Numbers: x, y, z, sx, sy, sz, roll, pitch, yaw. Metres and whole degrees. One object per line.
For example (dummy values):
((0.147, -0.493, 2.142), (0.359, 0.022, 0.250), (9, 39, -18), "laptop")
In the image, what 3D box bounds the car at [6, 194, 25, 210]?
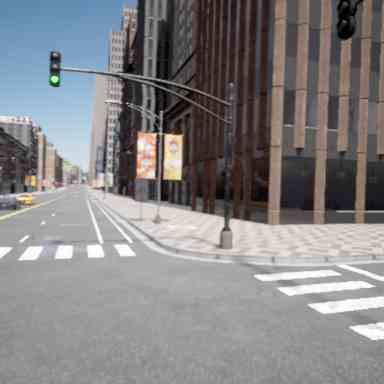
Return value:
((-19.142, 1.128, 34.733), (1.994, 1.385, 4.181), (2, 0, -18), "car")

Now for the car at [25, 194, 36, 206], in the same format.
((-22.319, 0.972, 44.675), (1.882, 1.535, 5.008), (2, 0, -17), "car")

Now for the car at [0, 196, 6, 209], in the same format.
((-16.028, 1.121, 25.163), (2.128, 1.511, 4.902), (2, 0, -18), "car")
